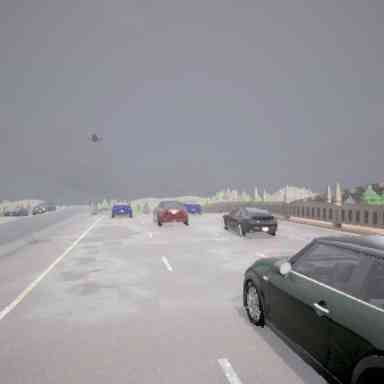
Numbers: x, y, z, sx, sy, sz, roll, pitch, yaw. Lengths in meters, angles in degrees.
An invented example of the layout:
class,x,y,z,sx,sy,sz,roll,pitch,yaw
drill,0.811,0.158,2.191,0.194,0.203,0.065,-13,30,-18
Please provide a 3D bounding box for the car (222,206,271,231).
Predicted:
class,x,y,z,sx,sy,sz,roll,pitch,yaw
car,3.080,1.544,18.519,1.837,1.490,4.892,0,0,-11

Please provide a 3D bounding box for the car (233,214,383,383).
class,x,y,z,sx,sy,sz,roll,pitch,yaw
car,2.307,1.358,4.410,2.097,1.767,4.553,0,0,-11

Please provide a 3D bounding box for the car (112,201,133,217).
class,x,y,z,sx,sy,sz,roll,pitch,yaw
car,-6.911,1.680,32.936,1.882,1.535,5.008,0,-2,-11

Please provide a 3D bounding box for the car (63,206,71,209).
class,x,y,z,sx,sy,sz,roll,pitch,yaw
car,-16.806,2.668,46.316,2.128,1.511,4.902,0,-6,-11

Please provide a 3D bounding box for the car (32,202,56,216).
class,x,y,z,sx,sy,sz,roll,pitch,yaw
car,-20.310,2.430,46.013,2.150,2.045,5.566,0,-6,-11

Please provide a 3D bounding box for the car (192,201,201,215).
class,x,y,z,sx,sy,sz,roll,pitch,yaw
car,-0.333,1.725,35.756,1.882,1.535,5.008,0,-2,-11

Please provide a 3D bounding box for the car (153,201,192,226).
class,x,y,z,sx,sy,sz,roll,pitch,yaw
car,-1.634,1.411,24.302,2.097,1.767,4.553,0,0,-11

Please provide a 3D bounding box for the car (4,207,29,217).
class,x,y,z,sx,sy,sz,roll,pitch,yaw
car,-23.737,2.764,45.299,2.033,1.411,5.357,0,-6,-11

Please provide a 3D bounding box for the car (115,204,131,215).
class,x,y,z,sx,sy,sz,roll,pitch,yaw
car,-8.807,2.283,42.513,1.994,1.385,4.181,0,-4,-11
